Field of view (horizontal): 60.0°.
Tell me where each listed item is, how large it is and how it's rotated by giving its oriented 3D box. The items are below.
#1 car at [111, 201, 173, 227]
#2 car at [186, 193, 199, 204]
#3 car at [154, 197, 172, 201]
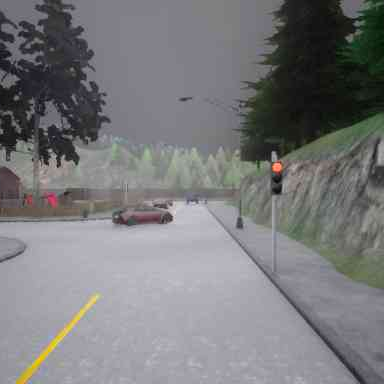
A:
[{"bbox_3d":[-3.368,1.563,22.733,4.181,1.385,1.994,0,0,-41],"label":"car"},{"bbox_3d":[0.086,1.221,62.483,2.150,2.045,5.566,0,0,0],"label":"car"},{"bbox_3d":[-4.040,1.477,42.853,1.882,1.535,5.008,0,0,0],"label":"car"}]
